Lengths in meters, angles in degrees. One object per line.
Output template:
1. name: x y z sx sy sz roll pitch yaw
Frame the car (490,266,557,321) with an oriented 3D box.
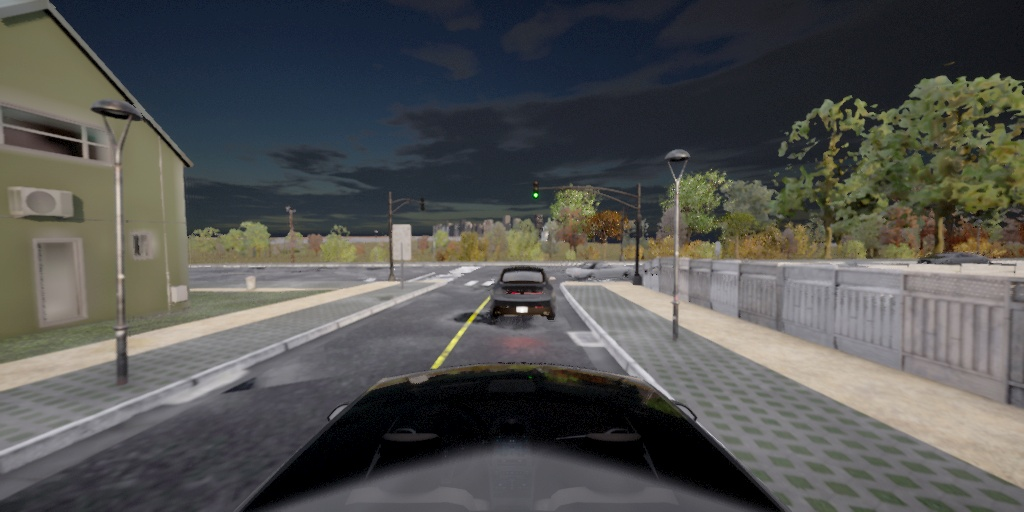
1. car: 0.377 1.071 11.629 1.837 1.490 4.892 0 1 3

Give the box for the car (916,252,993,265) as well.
1. car: 35.763 0.363 29.067 4.181 1.385 1.994 0 3 7

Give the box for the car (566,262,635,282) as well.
1. car: 6.410 1.065 25.678 4.718 1.301 1.895 -2 4 -17
